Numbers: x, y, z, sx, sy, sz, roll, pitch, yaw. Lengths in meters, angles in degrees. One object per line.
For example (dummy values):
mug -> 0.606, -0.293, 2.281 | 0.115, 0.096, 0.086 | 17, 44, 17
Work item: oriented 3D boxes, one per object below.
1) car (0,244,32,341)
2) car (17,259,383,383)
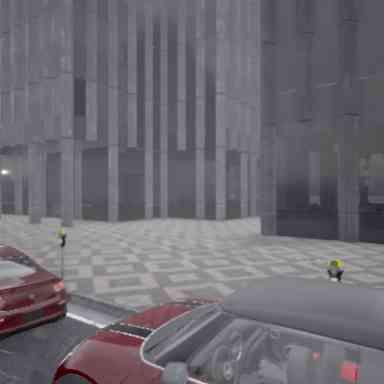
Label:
car -> -3.898, 1.585, 5.860 | 4.206, 1.307, 1.802 | 0, 0, 35
car -> 0.695, 1.441, 2.586 | 4.097, 1.590, 1.967 | 0, 0, 35
